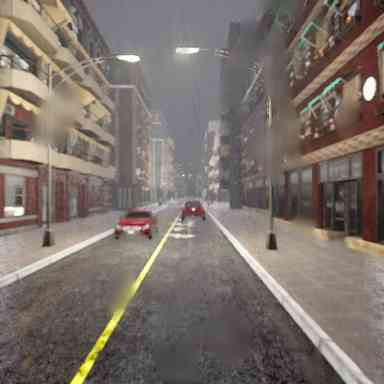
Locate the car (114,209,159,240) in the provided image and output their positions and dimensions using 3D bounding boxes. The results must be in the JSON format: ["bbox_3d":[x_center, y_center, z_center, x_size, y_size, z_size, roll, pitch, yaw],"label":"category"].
[{"bbox_3d":[-2.843,1.637,17.884,1.812,1.442,4.674,0,0,0],"label":"car"}]

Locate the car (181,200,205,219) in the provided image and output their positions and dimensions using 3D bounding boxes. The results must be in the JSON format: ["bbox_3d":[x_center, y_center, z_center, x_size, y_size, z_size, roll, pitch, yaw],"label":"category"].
[{"bbox_3d":[0.112,1.551,31.010,2.097,1.767,4.553,0,0,0],"label":"car"}]
